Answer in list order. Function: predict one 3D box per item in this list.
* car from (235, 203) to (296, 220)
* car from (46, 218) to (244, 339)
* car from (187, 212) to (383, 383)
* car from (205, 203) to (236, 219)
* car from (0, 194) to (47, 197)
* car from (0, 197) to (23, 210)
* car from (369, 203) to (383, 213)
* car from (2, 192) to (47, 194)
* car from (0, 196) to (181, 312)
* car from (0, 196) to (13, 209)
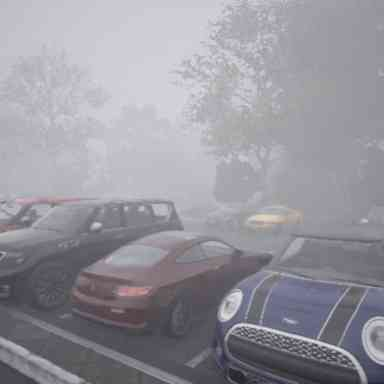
[{"bbox_3d":[4.745,1.448,18.991,1.946,1.575,5.366,0,0,35],"label":"car"},{"bbox_3d":[-0.124,1.505,6.626,2.002,1.452,4.674,0,0,35],"label":"car"},{"bbox_3d":[2.181,1.352,5.028,2.185,1.767,4.553,0,0,35],"label":"car"},{"bbox_3d":[2.594,1.439,20.756,2.231,1.521,4.892,0,0,35],"label":"car"},{"bbox_3d":[-4.706,1.188,9.855,2.435,2.045,5.566,0,0,35],"label":"car"},{"bbox_3d":[-22.501,1.338,38.601,2.002,1.452,4.674,0,0,35],"label":"car"},{"bbox_3d":[9.393,1.351,15.949,2.185,1.767,4.553,0,0,35],"label":"car"},{"bbox_3d":[-17.977,1.071,35.351,2.435,2.045,5.566,0,0,35],"label":"car"},{"bbox_3d":[-2.422,1.200,8.230,2.435,2.045,5.566,0,0,35],"label":"car"},{"bbox_3d":[-24.670,1.290,40.142,2.097,1.535,5.008,0,0,35],"label":"car"}]
